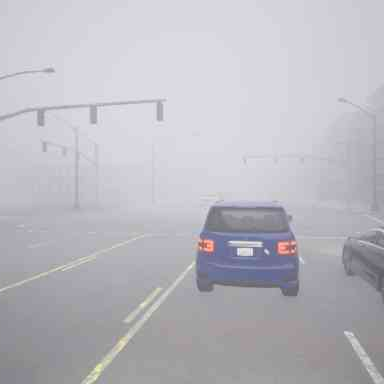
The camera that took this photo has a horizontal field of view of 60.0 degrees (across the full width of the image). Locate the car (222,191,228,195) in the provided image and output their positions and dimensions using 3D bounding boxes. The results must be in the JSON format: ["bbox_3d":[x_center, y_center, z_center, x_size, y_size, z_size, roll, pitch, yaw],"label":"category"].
[{"bbox_3d":[4.492,0.926,57.643,2.150,2.045,5.566,0,1,11],"label":"car"}]

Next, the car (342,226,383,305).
[{"bbox_3d":[4.775,1.492,7.383,2.128,1.511,4.902,0,0,11],"label":"car"}]

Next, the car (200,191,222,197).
[{"bbox_3d":[2.470,1.079,47.455,2.150,2.045,5.566,0,1,11],"label":"car"}]

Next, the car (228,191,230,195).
[{"bbox_3d":[6.588,0.741,67.884,2.150,2.045,5.566,0,1,12],"label":"car"}]

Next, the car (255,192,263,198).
[{"bbox_3d":[17.170,0.755,85.272,1.994,1.385,4.181,0,1,11],"label":"car"}]

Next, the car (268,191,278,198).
[{"bbox_3d":[20.677,0.552,84.966,2.097,1.767,4.553,0,1,11],"label":"car"}]

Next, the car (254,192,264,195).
[{"bbox_3d":[15.223,0.860,75.415,1.837,1.490,4.892,0,1,11],"label":"car"}]

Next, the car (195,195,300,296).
[{"bbox_3d":[1.507,1.221,8.903,2.150,2.045,5.566,0,0,11],"label":"car"}]

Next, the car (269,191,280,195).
[{"bbox_3d":[18.702,0.881,74.961,2.128,1.511,4.902,0,1,11],"label":"car"}]
